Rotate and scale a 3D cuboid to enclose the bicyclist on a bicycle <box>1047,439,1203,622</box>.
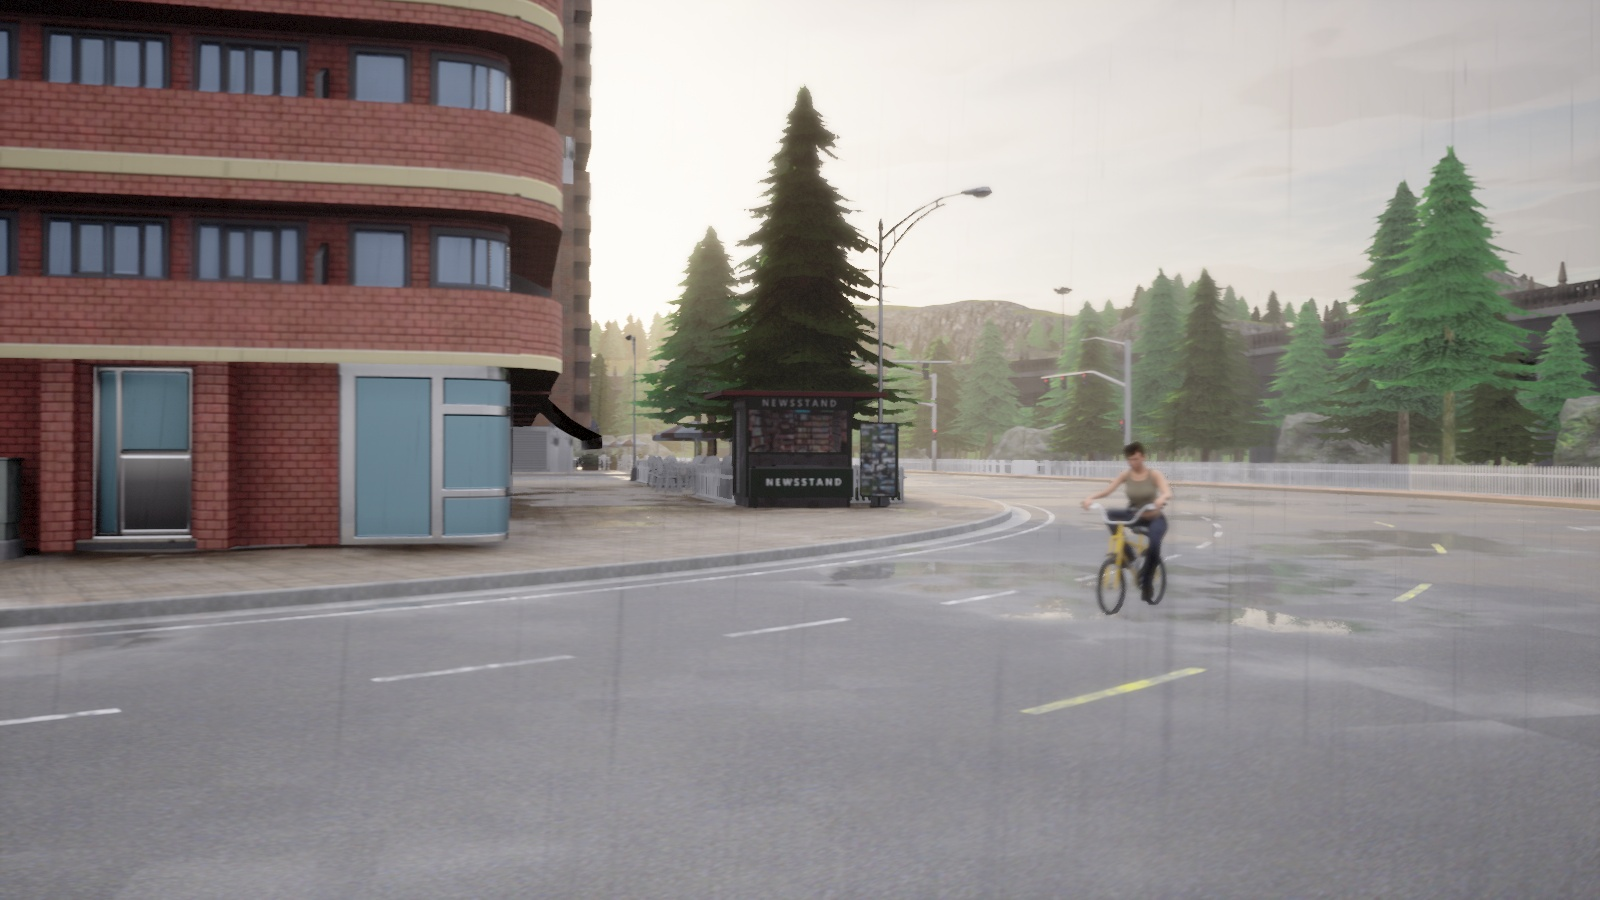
[{"bbox_3d":[3.101,0.712,11.904,0.866,1.612,1.509,-1,-1,39],"label":"bicyclist on a bicycle"}]
